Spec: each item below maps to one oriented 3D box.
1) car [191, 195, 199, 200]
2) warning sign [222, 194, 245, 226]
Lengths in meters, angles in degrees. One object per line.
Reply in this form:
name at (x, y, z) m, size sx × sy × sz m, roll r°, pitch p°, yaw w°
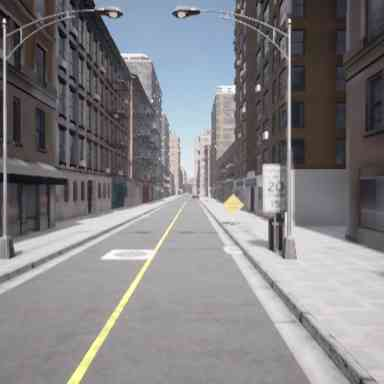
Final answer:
car at (0.955, 1.479, 90.369) m, size 1.837 × 1.490 × 4.892 m, roll 0°, pitch 0°, yaw 0°
warning sign at (2.523, 1.085, 20.362) m, size 1.300 × 1.860 × 1.060 m, roll 0°, pitch 0°, yaw 0°
